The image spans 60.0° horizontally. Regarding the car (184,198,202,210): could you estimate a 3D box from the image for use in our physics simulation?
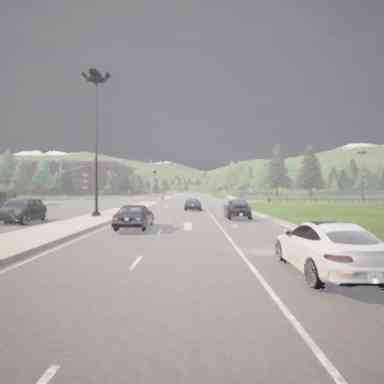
[{"bbox_3d":[0.105,1.396,38.927,1.994,1.385,4.181,0,0,0],"label":"car"}]

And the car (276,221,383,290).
[{"bbox_3d":[3.602,1.487,8.852,1.812,1.442,4.674,0,0,0],"label":"car"}]

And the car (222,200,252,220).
[{"bbox_3d":[3.604,1.389,26.775,1.837,1.490,4.892,0,0,0],"label":"car"}]

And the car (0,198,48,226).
[{"bbox_3d":[-11.587,1.255,22.499,2.097,1.767,4.553,0,0,0],"label":"car"}]

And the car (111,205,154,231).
[{"bbox_3d":[-3.398,1.462,19.812,2.033,1.411,5.357,0,0,0],"label":"car"}]
